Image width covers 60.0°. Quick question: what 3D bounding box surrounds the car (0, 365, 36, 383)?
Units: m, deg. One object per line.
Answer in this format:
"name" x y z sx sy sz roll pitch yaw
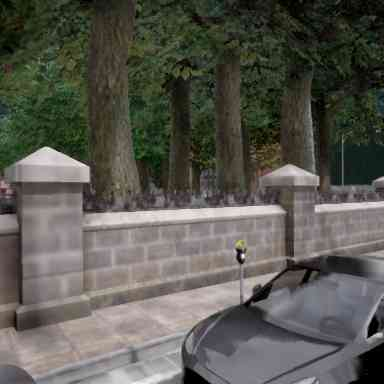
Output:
"car" -2.726 1.549 0.874 4.403 1.369 2.008 0 0 -35

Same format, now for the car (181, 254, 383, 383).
"car" 1.906 1.564 4.177 4.313 1.339 1.947 0 -1 -35
